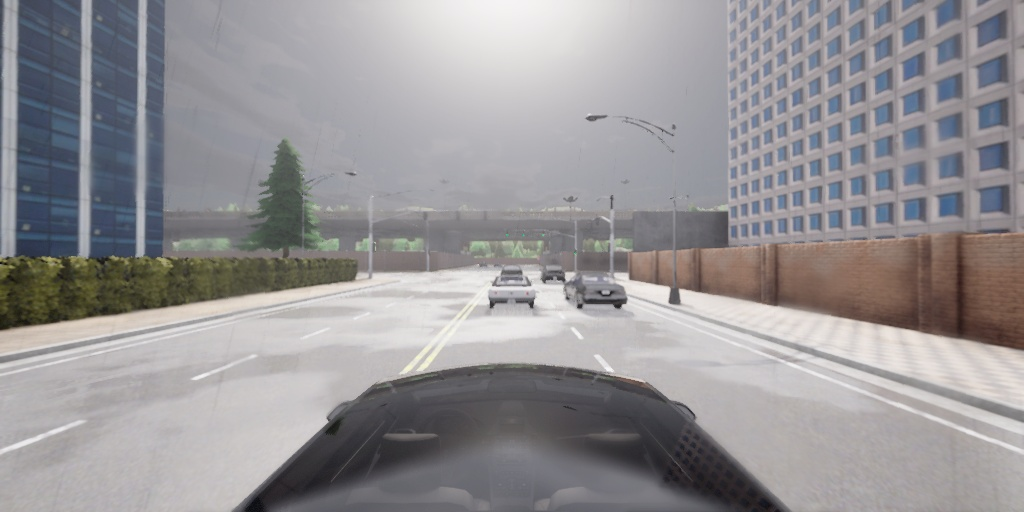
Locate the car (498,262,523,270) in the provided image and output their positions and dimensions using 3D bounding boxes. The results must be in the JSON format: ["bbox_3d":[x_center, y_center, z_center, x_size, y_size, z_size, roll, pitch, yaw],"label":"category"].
[{"bbox_3d":[-0.062,1.504,31.330,1.882,1.535,5.008,0,0,-1],"label":"car"}]

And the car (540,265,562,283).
[{"bbox_3d":[3.548,1.532,31.134,1.837,1.490,4.892,0,0,3],"label":"car"}]

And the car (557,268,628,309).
[{"bbox_3d":[3.491,1.429,15.842,2.033,1.411,5.357,0,-1,0],"label":"car"}]

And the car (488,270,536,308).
[{"bbox_3d":[-0.008,1.484,15.956,1.895,1.301,4.718,0,0,0],"label":"car"}]
